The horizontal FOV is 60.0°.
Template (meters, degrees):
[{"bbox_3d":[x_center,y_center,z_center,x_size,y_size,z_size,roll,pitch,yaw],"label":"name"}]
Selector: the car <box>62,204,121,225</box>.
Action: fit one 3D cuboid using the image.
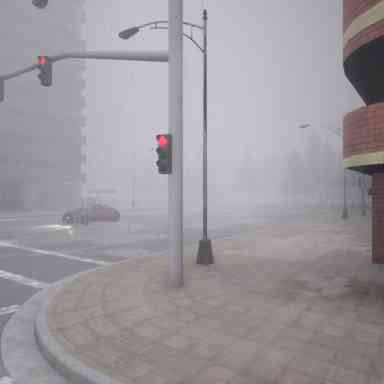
[{"bbox_3d":[-7.214,1.564,24.121,1.994,1.385,4.181,0,0,36],"label":"car"}]
